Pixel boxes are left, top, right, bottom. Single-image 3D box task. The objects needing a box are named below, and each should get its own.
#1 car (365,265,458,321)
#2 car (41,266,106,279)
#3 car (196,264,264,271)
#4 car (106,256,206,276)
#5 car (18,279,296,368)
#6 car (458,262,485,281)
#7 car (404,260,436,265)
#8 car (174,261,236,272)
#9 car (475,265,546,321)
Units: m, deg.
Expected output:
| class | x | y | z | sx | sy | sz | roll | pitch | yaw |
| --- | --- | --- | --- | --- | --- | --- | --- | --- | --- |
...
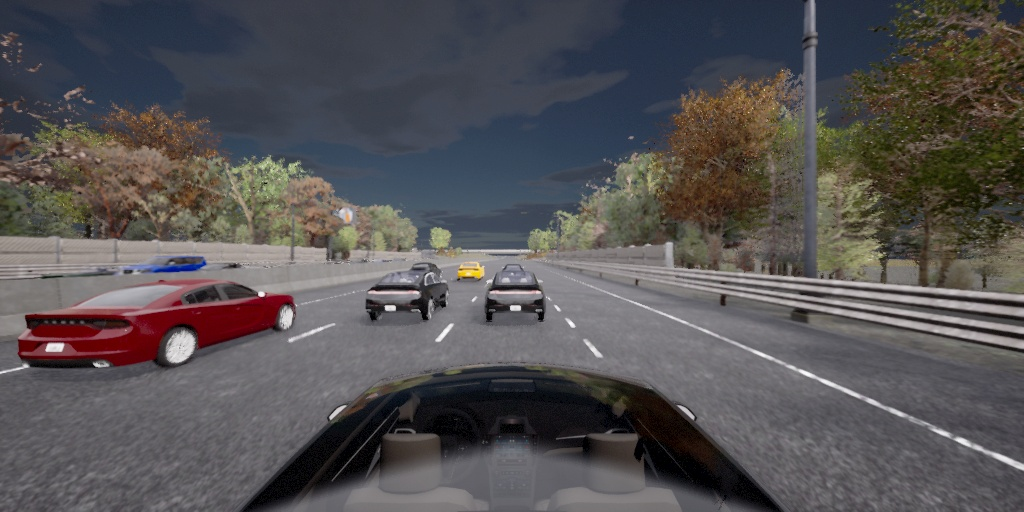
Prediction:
| class | x | y | z | sx | sy | sz | roll | pitch | yaw |
| --- | --- | --- | --- | --- | --- | --- | --- | --- | --- |
| car | -3.402 | 1.248 | 12.450 | 2.128 | 1.511 | 4.902 | 0 | 0 | 0 |
| car | -28.104 | 1.369 | 24.190 | 1.895 | 1.301 | 4.718 | 0 | 0 | 0 |
| car | -17.603 | 1.368 | 23.567 | 1.895 | 1.301 | 4.718 | 0 | 0 | 0 |
| car | -24.602 | 0.992 | 25.623 | 2.150 | 2.045 | 5.566 | 0 | 0 | 0 |
| car | -6.902 | 1.231 | 7.890 | 1.882 | 1.535 | 5.008 | 0 | 0 | 0 |
| car | -3.406 | 1.253 | 30.397 | 1.882 | 1.535 | 5.008 | 0 | 0 | 0 |
| car | -6.905 | 1.278 | 28.831 | 1.837 | 1.490 | 4.892 | 0 | 0 | 0 |
| car | -21.102 | 1.275 | 25.946 | 1.837 | 1.490 | 4.892 | 0 | 0 | 0 |
| car | 0.098 | 1.248 | 12.458 | 2.128 | 1.511 | 4.902 | 0 | 0 | 0 |
